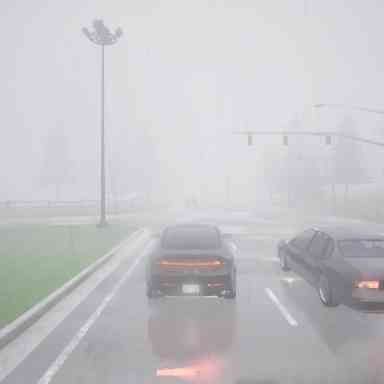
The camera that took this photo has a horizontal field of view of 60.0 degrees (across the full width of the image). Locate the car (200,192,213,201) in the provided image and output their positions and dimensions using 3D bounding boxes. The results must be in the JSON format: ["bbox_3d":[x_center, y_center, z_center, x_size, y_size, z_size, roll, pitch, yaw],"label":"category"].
[{"bbox_3d":[3.344,1.347,82.966,2.097,1.767,4.553,0,0,0],"label":"car"}]

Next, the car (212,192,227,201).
[{"bbox_3d":[6.845,1.517,82.586,2.128,1.511,4.902,0,0,0],"label":"car"}]

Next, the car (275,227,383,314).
[{"bbox_3d":[3.489,1.547,7.894,2.033,1.411,5.357,0,0,0],"label":"car"}]

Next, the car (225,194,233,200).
[{"bbox_3d":[10.325,1.332,93.012,1.837,1.490,4.892,0,0,0],"label":"car"}]

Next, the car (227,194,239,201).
[{"bbox_3d":[10.344,1.347,82.979,2.097,1.767,4.553,0,0,0],"label":"car"}]

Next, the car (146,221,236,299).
[{"bbox_3d":[-0.006,1.505,8.447,1.837,1.490,4.892,0,0,0],"label":"car"}]

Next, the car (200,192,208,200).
[{"bbox_3d":[3.325,1.057,93.029,2.150,2.045,5.566,0,0,0],"label":"car"}]

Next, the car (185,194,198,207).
[{"bbox_3d":[-0.098,1.478,51.952,1.882,1.535,5.008,0,0,0],"label":"car"}]
